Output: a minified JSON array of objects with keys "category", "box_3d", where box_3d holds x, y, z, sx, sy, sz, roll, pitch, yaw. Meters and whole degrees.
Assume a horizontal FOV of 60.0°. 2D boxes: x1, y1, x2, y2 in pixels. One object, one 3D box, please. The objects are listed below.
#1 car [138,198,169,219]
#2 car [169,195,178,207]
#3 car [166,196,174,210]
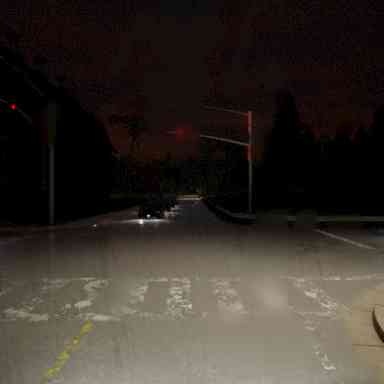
[{"category":"car","box_3d":[-3.548,1.547,29.821,2.033,1.411,5.357,0,0,0]},{"category":"car","box_3d":[-3.508,1.526,48.863,1.812,1.442,4.674,0,0,0]},{"category":"car","box_3d":[-3.531,1.505,39.566,1.837,1.490,4.892,0,0,0]}]
